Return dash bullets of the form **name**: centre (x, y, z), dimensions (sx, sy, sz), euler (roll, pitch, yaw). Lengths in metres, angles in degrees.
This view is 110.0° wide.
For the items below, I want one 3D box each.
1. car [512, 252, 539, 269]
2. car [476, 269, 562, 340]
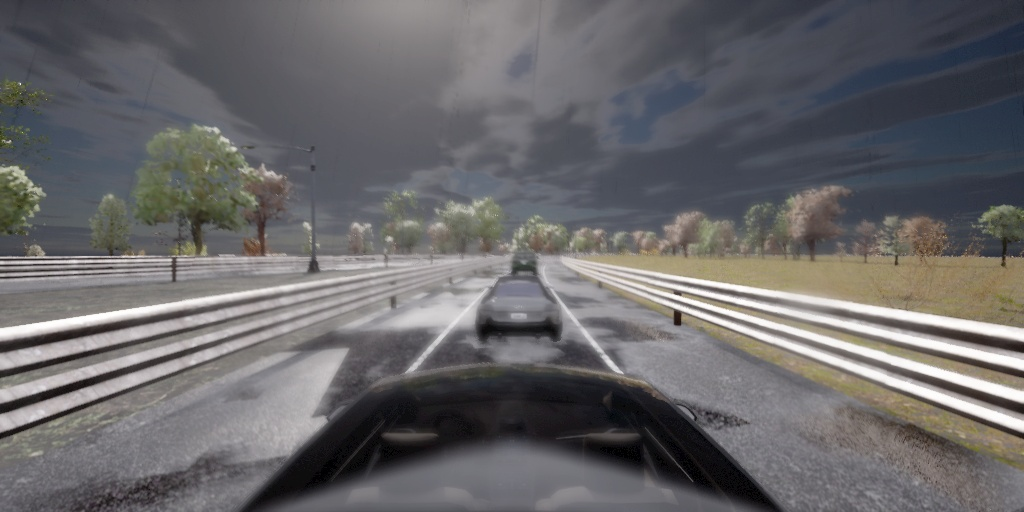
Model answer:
- **car**: centre (1.204, 0.667, 31.473), dimensions (2.150, 2.045, 5.566), euler (0, 1, 4)
- **car**: centre (0.195, 1.233, 9.681), dimensions (1.994, 1.385, 4.181), euler (0, 1, 1)
